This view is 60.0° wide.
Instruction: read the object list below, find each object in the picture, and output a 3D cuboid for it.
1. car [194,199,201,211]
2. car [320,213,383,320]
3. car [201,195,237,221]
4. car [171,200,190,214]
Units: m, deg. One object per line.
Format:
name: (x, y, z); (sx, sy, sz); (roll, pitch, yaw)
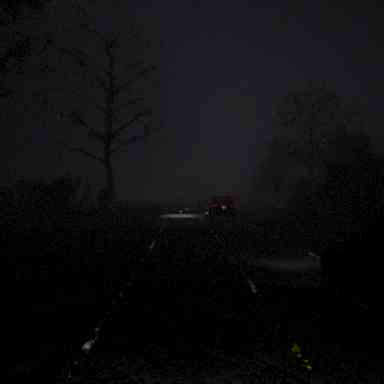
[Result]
car: (1.358, 1.570, 41.758); (1.837, 1.490, 4.892); (0, 0, -5)
car: (3.884, 1.238, 4.939); (2.150, 2.045, 5.566); (0, 0, 0)
car: (2.302, 1.266, 28.058); (2.150, 2.045, 5.566); (0, 0, -3)
car: (-1.317, 1.598, 36.115); (2.033, 1.411, 5.357); (0, 0, -4)
